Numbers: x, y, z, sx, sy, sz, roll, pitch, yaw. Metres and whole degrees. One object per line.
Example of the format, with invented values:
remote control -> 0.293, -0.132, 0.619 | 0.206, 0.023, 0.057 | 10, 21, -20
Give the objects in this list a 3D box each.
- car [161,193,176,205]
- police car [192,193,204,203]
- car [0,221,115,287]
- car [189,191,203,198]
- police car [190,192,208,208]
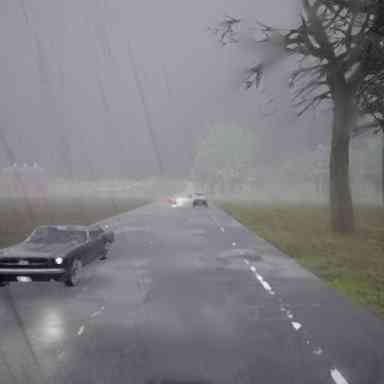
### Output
car -> -3.566, 1.032, 51.437 | 2.097, 1.767, 4.553 | 0, 0, 0
police car -> 1.056, 1.042, 59.685 | 1.930, 1.638, 5.238 | 0, 0, 0
car -> -3.599, 1.555, 9.337 | 1.895, 1.301, 4.718 | 0, 0, 0
car -> 1.055, 0.887, 53.602 | 2.150, 2.045, 5.566 | 0, 0, 0
police car -> 1.054, 1.160, 43.683 | 1.930, 1.638, 5.238 | 0, 0, 0
